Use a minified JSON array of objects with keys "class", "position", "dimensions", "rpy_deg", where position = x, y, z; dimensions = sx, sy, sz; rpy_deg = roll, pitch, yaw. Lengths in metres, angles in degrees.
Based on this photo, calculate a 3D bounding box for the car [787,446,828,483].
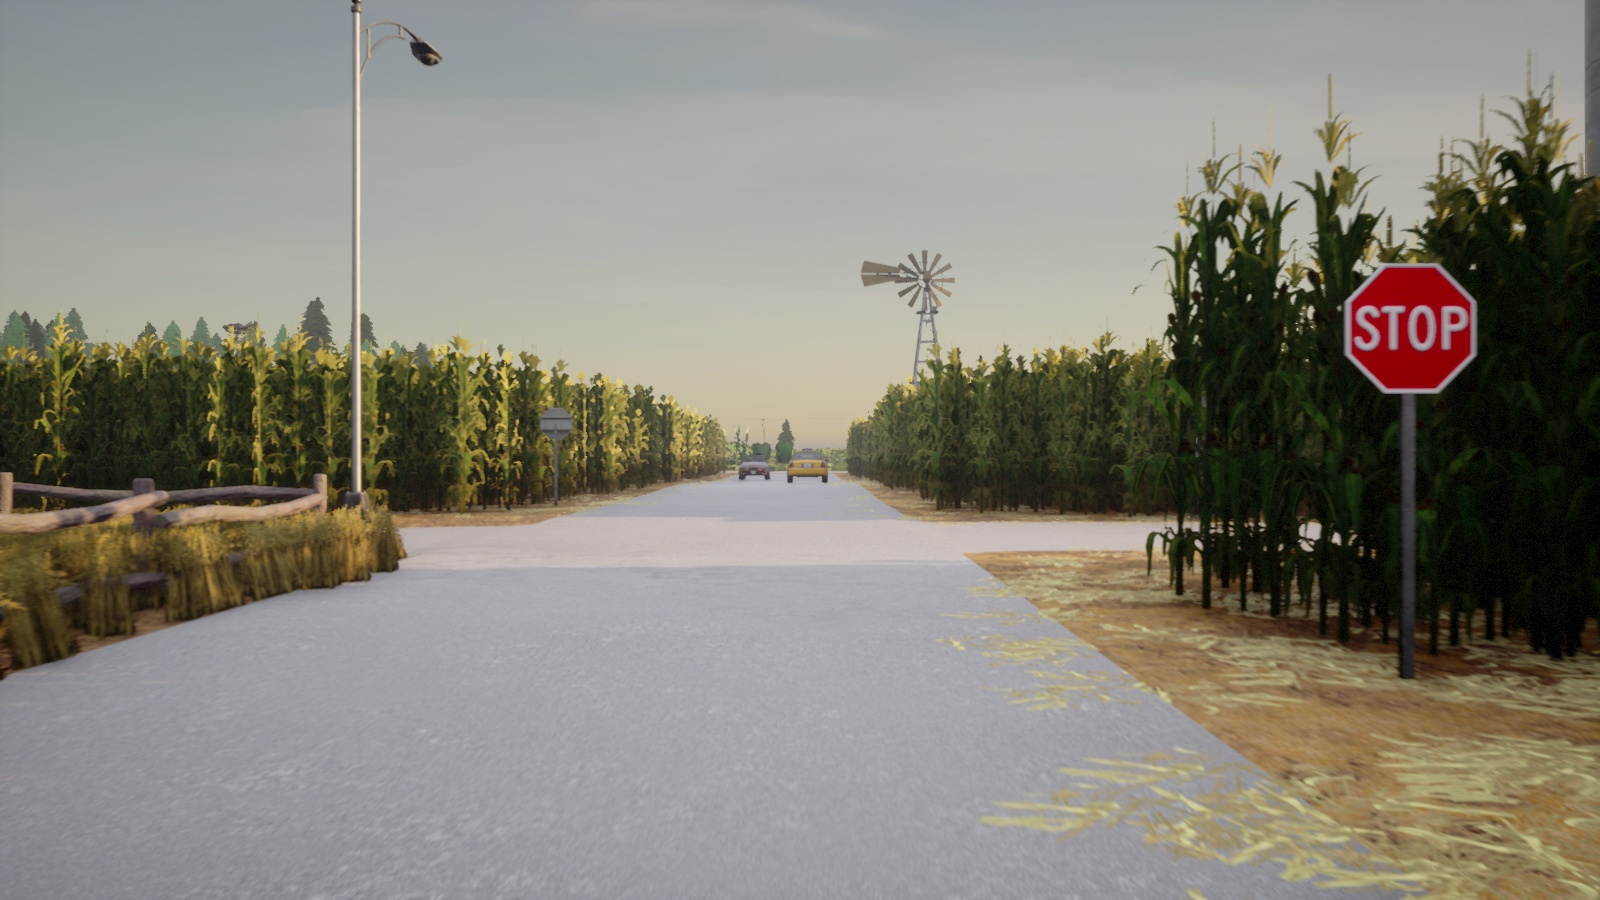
[{"class":"car","position":[0.339,0.685,57.077],"dimensions":[1.801,1.575,5.366],"rpy_deg":[0,-1,0]}]

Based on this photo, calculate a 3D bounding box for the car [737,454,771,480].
[{"class":"car","position":[-2.668,1.014,73.715],"dimensions":[1.816,1.474,4.193],"rpy_deg":[0,-1,0]}]
